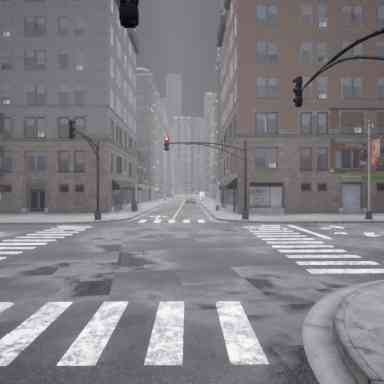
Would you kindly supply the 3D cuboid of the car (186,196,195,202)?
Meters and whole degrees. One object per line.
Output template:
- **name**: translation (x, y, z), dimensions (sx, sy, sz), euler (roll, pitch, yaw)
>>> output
- **car**: translation (-0.375, 1.484, 73.703), dimensions (1.895, 1.301, 4.718), euler (0, 0, 0)

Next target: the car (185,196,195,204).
- **car**: translation (-0.306, 1.650, 63.698), dimensions (1.895, 1.301, 4.718), euler (0, 0, 0)
